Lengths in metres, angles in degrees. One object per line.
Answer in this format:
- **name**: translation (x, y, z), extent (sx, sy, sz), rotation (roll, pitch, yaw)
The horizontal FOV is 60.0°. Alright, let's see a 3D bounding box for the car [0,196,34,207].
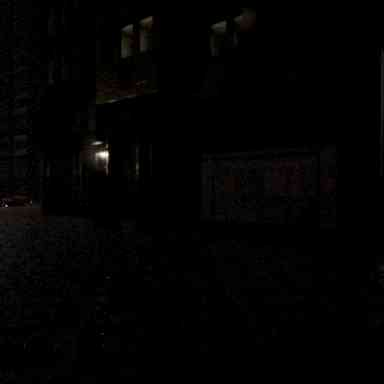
- **car**: translation (-24.397, 1.393, 45.155), extent (1.947, 1.339, 4.313), rotation (0, 0, 35)
